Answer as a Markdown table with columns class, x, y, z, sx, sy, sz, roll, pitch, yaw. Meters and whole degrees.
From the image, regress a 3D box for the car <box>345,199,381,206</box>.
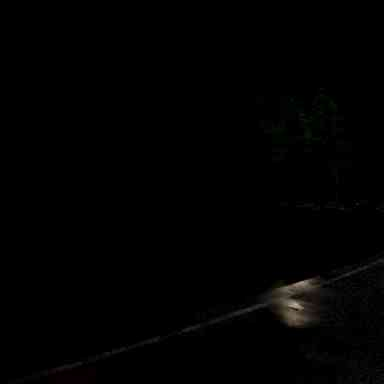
| class | x | y | z | sx | sy | sz | roll | pitch | yaw |
| --- | --- | --- | --- | --- | --- | --- | --- | --- | --- |
| car | 20.856 | 1.621 | 40.659 | 2.128 | 1.511 | 4.902 | 0 | 0 | -13 |
